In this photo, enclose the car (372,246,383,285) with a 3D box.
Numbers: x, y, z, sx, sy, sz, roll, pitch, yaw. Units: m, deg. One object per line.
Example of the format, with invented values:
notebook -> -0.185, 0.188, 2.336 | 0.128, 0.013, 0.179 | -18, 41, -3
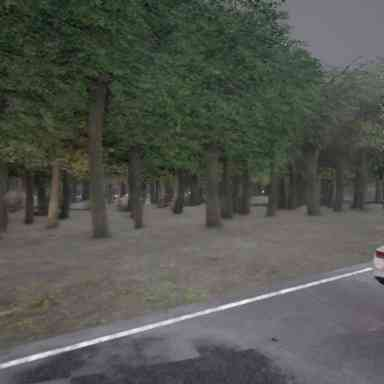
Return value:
car -> 6.146, 1.487, 7.961 | 4.674, 1.442, 1.812 | 0, 0, -34
